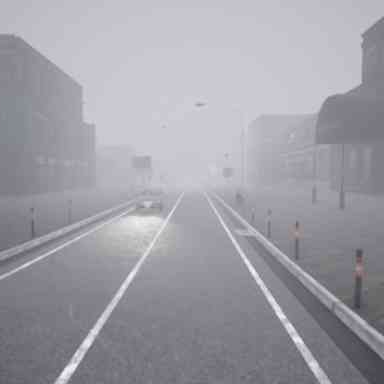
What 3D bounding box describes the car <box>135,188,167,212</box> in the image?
[{"bbox_3d":[-2.835,0.513,23.784,2.128,1.511,4.902,0,3,0],"label":"car"}]
